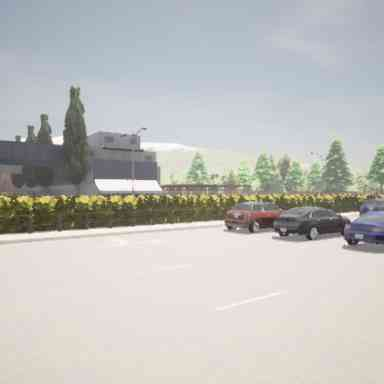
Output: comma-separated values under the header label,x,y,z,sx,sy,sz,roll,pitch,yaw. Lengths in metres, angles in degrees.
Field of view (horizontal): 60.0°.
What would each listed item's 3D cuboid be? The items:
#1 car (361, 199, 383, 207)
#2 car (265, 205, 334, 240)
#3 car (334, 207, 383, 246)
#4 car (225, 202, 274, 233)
label,x,y,z,sx,sy,sz,roll,pitch,yaw
car,16.391,1.367,28.458,4.553,1.767,2.097,0,0,-35
car,6.236,1.517,16.916,4.892,1.490,1.837,0,0,-35
car,8.269,1.534,14.066,4.674,1.442,1.812,0,0,-35
car,4.179,1.367,19.748,4.553,1.767,2.097,0,0,-35
